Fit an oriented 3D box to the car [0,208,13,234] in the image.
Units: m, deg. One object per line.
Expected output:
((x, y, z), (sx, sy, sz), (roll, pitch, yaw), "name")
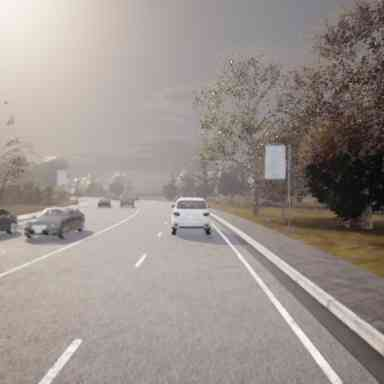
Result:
((-10.648, 1.542, 16.802), (1.837, 1.490, 4.892), (0, 0, -1), "car")

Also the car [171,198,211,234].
((-0.089, 1.367, 20.298), (2.150, 2.045, 5.566), (1, 0, -1), "car")

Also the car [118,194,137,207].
((-10.313, 1.405, 53.134), (2.150, 2.045, 5.566), (1, 0, -11), "car")

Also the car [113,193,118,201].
((-19.317, 1.728, 90.487), (2.033, 1.411, 5.357), (1, 0, -28), "car")

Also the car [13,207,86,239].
((-7.170, 1.562, 17.895), (2.128, 1.511, 4.902), (0, 0, -1), "car")

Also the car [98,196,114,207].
((-13.750, 1.735, 52.454), (1.895, 1.301, 4.718), (1, 0, -11), "car")

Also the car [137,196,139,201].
((-16.087, 1.737, 91.868), (1.837, 1.490, 4.892), (1, 0, -28), "car")
